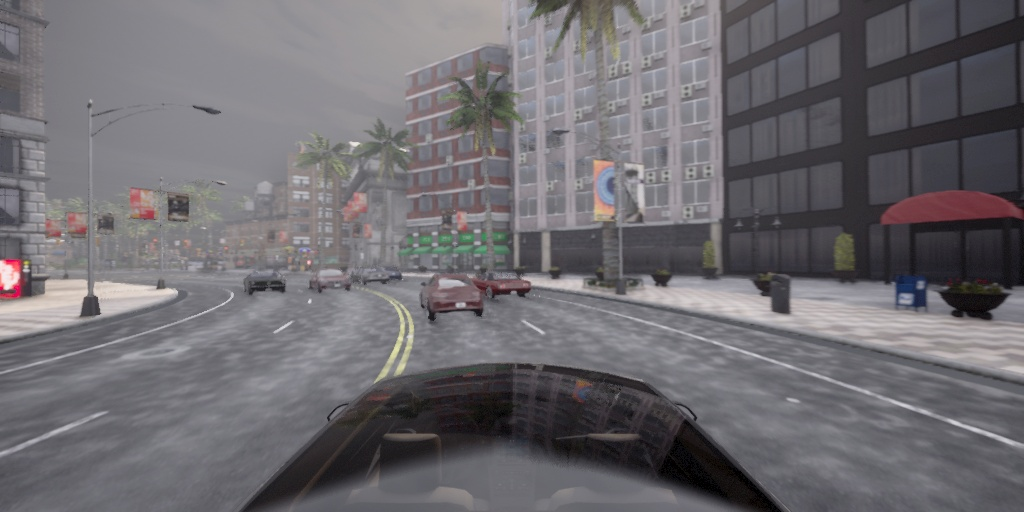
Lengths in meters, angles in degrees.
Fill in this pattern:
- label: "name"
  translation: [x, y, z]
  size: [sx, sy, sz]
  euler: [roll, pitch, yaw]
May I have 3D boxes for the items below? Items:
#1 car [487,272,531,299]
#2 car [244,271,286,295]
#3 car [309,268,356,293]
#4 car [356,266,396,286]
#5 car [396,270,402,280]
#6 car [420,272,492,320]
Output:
- label: "car"
  translation: [-0.845, 1.463, 18.943]
  size: [1.895, 1.301, 4.718]
  euler: [0, 0, -25]
- label: "car"
  translation: [-15.448, 1.639, 22.391]
  size: [1.895, 1.301, 4.718]
  euler: [0, 0, -40]
- label: "car"
  translation: [-11.951, 1.533, 23.436]
  size: [1.812, 1.442, 4.674]
  euler: [0, -1, -38]
- label: "car"
  translation: [-11.745, 1.587, 29.071]
  size: [2.033, 1.411, 5.357]
  euler: [0, 0, -43]
- label: "car"
  translation: [-12.349, 1.642, 34.400]
  size: [4.181, 1.385, 1.994]
  euler: [-1, -1, 44]
- label: "car"
  translation: [-2.316, 1.370, 13.250]
  size: [1.812, 1.442, 4.674]
  euler: [0, 0, -19]
